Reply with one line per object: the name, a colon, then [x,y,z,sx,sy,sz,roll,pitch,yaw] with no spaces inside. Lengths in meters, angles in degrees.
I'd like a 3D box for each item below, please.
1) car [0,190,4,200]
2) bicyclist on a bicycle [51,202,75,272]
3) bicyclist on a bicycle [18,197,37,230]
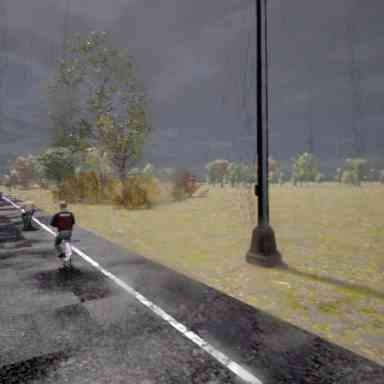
car: [-28.460,0.295,47.965,2.097,1.767,4.553,-2,2,-31]
bicyclist on a bicycle: [-3.462,1.135,8.902,0.659,1.776,1.843,-2,2,-32]
bicyclist on a bicycle: [-8.210,1.034,16.676,0.866,1.612,1.509,-2,2,-32]
